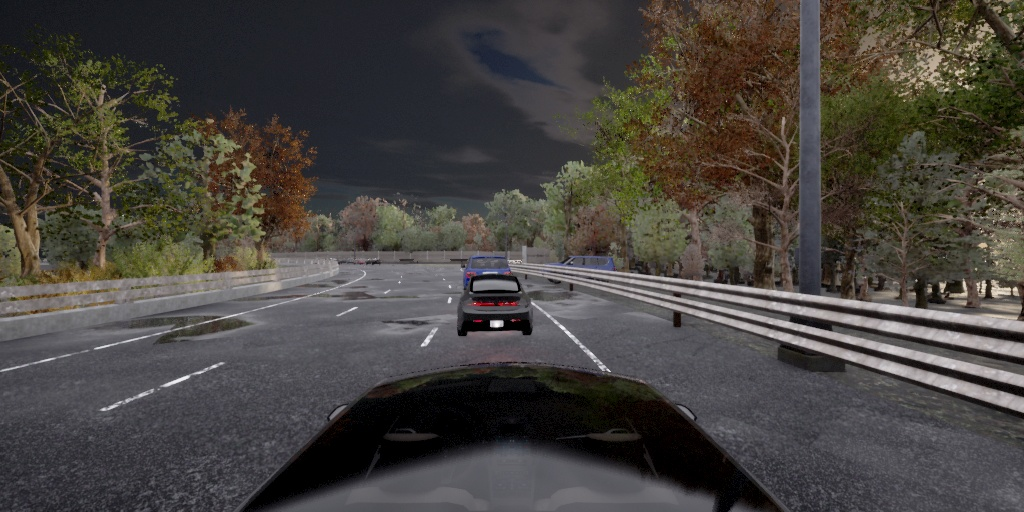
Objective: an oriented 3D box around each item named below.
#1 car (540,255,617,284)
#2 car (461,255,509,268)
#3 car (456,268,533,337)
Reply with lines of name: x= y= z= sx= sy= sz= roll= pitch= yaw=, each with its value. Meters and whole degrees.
car: x=4.831 y=0.967 z=26.139 sx=5.566 sy=2.045 sz=2.150 roll=3 pitch=2 yaw=-6
car: x=-1.319 y=0.971 z=17.835 sx=2.150 sy=2.045 sz=5.566 roll=0 pitch=0 yaw=-9
car: x=-0.551 y=1.255 z=10.355 sx=1.837 sy=1.490 sz=4.892 roll=0 pitch=0 yaw=-5
